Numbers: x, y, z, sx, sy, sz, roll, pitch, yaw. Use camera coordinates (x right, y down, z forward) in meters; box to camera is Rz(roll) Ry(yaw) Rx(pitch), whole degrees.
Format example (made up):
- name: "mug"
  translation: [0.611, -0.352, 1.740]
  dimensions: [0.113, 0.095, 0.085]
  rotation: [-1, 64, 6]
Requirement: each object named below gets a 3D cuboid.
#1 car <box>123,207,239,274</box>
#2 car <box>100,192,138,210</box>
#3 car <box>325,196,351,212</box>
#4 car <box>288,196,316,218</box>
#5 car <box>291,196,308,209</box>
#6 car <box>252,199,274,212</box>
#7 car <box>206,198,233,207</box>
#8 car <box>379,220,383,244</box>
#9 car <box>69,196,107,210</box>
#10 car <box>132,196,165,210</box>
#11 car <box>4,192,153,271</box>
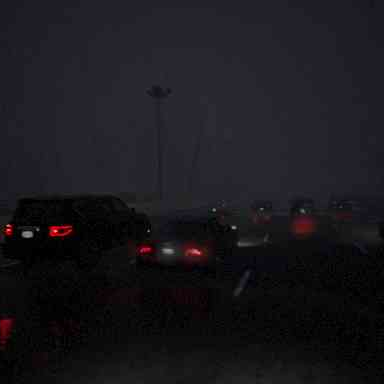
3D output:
- name: "car"
  translation: [0.175, 1.406, 10.200]
  dimensions: [2.033, 1.411, 5.357]
  rotation: [0, 1, 17]
- name: "car"
  translation: [-8.892, 1.047, 41.297]
  dimensions: [2.150, 2.045, 5.566]
  rotation: [0, 0, 17]
- name: "car"
  translation: [14.251, 1.141, 32.544]
  dimensions: [2.128, 1.511, 4.902]
  rotation: [0, 0, 17]
- name: "car"
  translation: [8.710, 1.188, 26.312]
  dimensions: [1.837, 1.490, 4.892]
  rotation: [0, -2, 17]
- name: "car"
  translation: [12.696, 1.192, 39.484]
  dimensions: [1.812, 1.442, 4.674]
  rotation: [0, 0, 17]
- name: "car"
  translation: [7.193, 1.303, 33.382]
  dimensions: [1.895, 1.301, 4.718]
  rotation: [0, 0, 17]
- name: "car"
  translation: [2.543, 1.260, 30.149]
  dimensions: [1.812, 1.442, 4.674]
  rotation: [0, 0, 17]
- name: "car"
  translation: [7.779, 1.370, 11.153]
  dimensions: [1.895, 1.301, 4.718]
  rotation: [0, 1, 17]
- name: "car"
  translation: [-12.668, 1.332, 40.903]
  dimensions: [1.882, 1.535, 5.008]
  rotation: [0, 0, 17]
- name: "car"
  translation: [-5.264, 1.291, 41.180]
  dimensions: [2.128, 1.511, 4.902]
  rotation: [0, 0, 17]
- name: "car"
  translation: [-3.287, 1.109, 10.841]
  dimensions: [2.150, 2.045, 5.566]
  rotation: [0, 1, 17]
